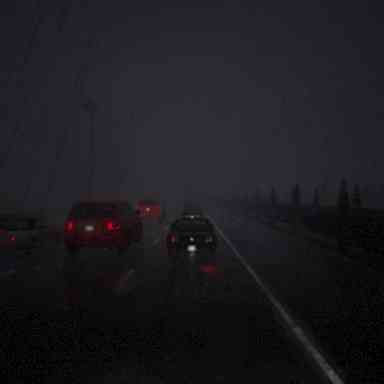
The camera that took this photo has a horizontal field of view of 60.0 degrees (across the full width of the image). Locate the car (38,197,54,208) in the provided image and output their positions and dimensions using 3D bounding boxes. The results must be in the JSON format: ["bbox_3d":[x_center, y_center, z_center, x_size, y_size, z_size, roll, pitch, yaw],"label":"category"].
[{"bbox_3d":[-26.853,2.098,60.903,1.812,1.442,4.674,0,-1,-20],"label":"car"}]

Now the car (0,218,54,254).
[{"bbox_3d":[-6.999,1.734,14.107,1.895,1.301,4.718,0,0,0],"label":"car"}]

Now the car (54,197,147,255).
[{"bbox_3d":[-3.500,1.349,14.023,2.150,2.045,5.566,0,0,0],"label":"car"}]

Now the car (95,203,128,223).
[{"bbox_3d":[-7.012,1.803,29.391,1.812,1.442,4.674,0,0,0],"label":"car"}]

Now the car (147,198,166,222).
[{"bbox_3d":[-3.504,1.490,29.017,2.150,2.045,5.566,0,0,0],"label":"car"}]

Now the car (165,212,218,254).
[{"bbox_3d":[0.001,1.734,14.108,1.895,1.301,4.718,0,0,0],"label":"car"}]

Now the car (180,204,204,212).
[{"bbox_3d":[-0.011,1.784,29.306,1.837,1.490,4.892,0,0,0],"label":"car"}]
